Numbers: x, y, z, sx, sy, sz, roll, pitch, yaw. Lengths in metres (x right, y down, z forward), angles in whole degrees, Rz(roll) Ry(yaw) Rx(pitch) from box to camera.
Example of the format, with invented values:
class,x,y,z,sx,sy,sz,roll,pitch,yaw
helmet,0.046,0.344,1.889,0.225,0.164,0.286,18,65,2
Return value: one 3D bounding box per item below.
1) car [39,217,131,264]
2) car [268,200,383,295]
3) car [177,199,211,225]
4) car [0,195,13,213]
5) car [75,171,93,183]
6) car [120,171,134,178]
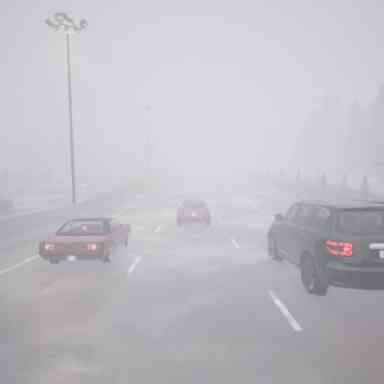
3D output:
class,x,y,z,sx,sy,sz,roll,pitch,yaw
car,-3.396,1.517,11.601,1.895,1.301,4.718,0,2,0
car,3.603,1.201,8.804,2.150,2.045,5.566,0,1,0
car,0.106,1.092,20.350,1.994,1.385,4.181,0,3,0
car,-14.091,0.899,22.752,1.812,1.442,4.674,0,4,0
car,-17.404,-2.462,53.039,2.097,1.767,4.553,0,7,0
car,-10.396,-2.679,53.429,1.812,1.442,4.674,0,6,0
